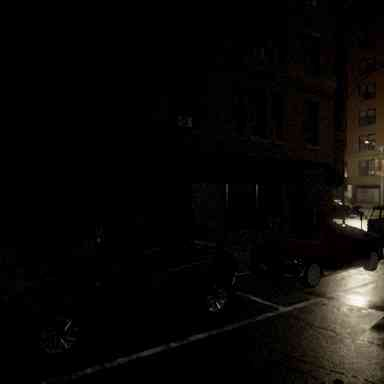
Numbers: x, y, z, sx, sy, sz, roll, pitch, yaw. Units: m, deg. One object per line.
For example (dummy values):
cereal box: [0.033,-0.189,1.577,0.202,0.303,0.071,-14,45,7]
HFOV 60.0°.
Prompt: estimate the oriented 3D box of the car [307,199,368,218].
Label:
car: [13.521,1.487,31.207,2.128,1.511,4.902,0,0,-36]

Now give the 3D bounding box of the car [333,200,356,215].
car: [11.681,1.584,28.209,1.895,1.301,4.718,0,0,-36]

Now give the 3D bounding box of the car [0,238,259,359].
car: [-1.070,1.566,5.988,4.313,1.339,1.947,0,0,-35]

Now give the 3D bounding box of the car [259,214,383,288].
car: [3.551,1.544,9.255,4.507,1.381,1.887,0,0,-35]

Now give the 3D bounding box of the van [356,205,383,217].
van: [8.174,1.338,12.522,3.998,1.788,1.690,0,0,-35]
